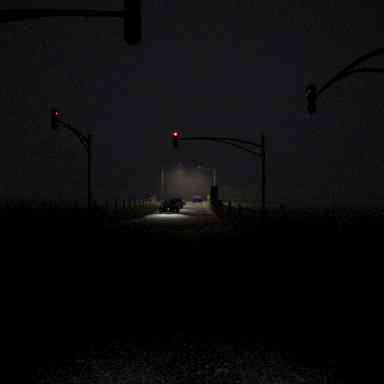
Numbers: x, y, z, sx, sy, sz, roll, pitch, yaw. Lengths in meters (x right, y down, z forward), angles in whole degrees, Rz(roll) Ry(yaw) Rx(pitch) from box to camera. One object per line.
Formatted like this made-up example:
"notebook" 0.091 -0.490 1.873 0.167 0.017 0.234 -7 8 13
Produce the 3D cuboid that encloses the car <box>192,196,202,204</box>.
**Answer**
"car" 1.059 1.495 65.883 1.882 1.535 5.008 0 0 1

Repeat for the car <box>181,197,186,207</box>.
"car" -2.214 1.536 45.977 1.812 1.442 4.674 0 0 1

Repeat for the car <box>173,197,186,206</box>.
"car" -2.039 1.540 56.129 1.812 1.442 4.674 0 0 1

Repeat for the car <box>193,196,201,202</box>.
"car" 1.124 1.617 75.917 1.895 1.301 4.718 0 0 1

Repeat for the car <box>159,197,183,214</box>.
"car" -2.370 1.571 35.961 1.994 1.385 4.181 0 0 1
